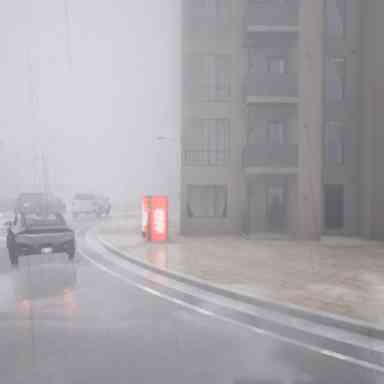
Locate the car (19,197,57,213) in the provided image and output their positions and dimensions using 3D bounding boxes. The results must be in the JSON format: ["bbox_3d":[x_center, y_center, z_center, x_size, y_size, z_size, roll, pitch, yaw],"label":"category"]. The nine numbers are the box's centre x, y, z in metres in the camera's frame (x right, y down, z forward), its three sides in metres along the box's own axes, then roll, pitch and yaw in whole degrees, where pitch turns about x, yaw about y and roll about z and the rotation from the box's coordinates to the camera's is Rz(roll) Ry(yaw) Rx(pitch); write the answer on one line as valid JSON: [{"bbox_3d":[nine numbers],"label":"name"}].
[{"bbox_3d":[-15.752,1.323,34.291,1.812,1.442,4.674,0,0,-1],"label":"car"}]

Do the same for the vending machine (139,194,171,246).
[{"bbox_3d":[-1.580,1.132,14.170,1.100,2.100,0.880,0,0,-25],"label":"vending machine"}]

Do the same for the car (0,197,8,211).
[{"bbox_3d":[-19.252,1.290,34.228,1.837,1.490,4.892,0,0,-1],"label":"car"}]

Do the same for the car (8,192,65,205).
[{"bbox_3d":[-11.906,1.039,26.354,2.150,2.045,5.566,0,0,-3],"label":"car"}]

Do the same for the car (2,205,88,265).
[{"bbox_3d":[-5.282,1.412,11.510,2.128,1.511,4.902,0,0,-29],"label":"car"}]

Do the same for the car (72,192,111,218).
[{"bbox_3d":[-8.493,1.055,28.382,2.150,2.045,5.566,0,0,-2],"label":"car"}]
